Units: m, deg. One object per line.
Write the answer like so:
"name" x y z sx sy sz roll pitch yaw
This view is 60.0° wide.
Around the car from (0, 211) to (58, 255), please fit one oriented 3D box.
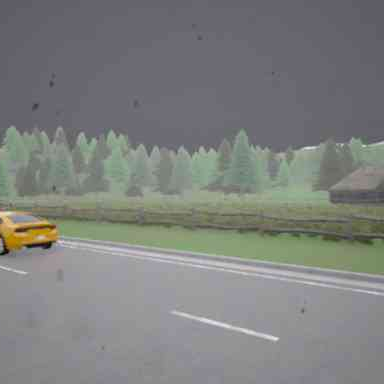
"car" -7.580 1.538 13.697 5.008 1.535 1.882 0 0 35
